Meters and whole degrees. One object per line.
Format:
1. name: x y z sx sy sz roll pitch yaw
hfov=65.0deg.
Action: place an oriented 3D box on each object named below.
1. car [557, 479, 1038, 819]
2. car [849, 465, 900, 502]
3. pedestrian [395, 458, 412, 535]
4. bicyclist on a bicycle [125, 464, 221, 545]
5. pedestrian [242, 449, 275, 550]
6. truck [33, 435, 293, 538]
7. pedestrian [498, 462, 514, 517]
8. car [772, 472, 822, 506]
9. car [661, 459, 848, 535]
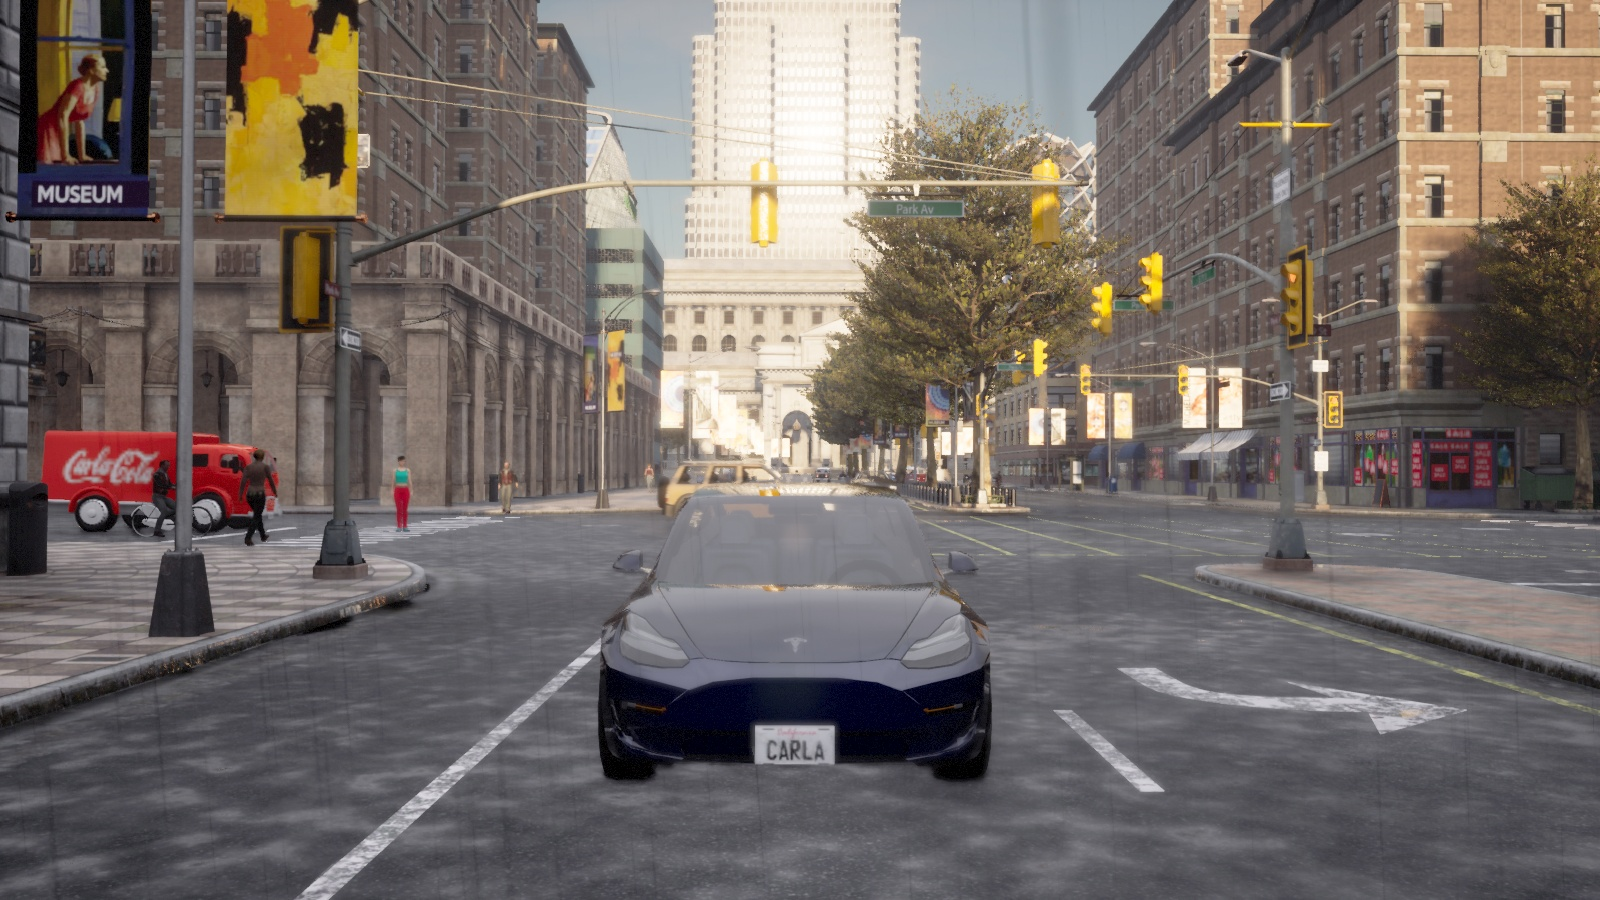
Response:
1. car: -0.020 0.950 8.059 2.163 1.488 4.792 0 -1 0
2. car: 3.435 1.566 58.898 2.152 1.651 5.027 0 -1 1
3. pedestrian: -9.557 1.116 30.254 0.345 1.836 0.594 0 -1 -23
4. bicyclist on a bicycle: -14.120 1.216 28.301 1.843 1.776 0.659 0 -1 0
5. pedestrian: -9.955 0.904 23.099 0.331 1.846 0.634 0 -1 1
6. truck: -15.981 0.914 31.792 5.204 2.467 2.627 1 -1 -1
7. pedestrian: -10.064 1.351 43.043 0.376 1.854 0.720 0 -1 0
8. car: -0.140 1.785 57.926 2.163 1.488 4.792 0 -1 0
9. car: -1.130 1.170 31.911 4.605 1.855 1.932 0 -1 0
